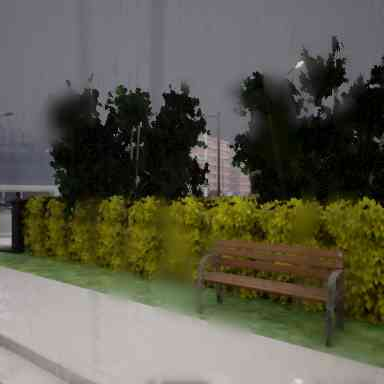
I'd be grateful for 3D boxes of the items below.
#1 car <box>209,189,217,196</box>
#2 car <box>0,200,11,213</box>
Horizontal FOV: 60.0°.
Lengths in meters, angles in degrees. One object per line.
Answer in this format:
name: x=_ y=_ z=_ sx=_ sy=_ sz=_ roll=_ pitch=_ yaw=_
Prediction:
car: x=3.116 y=0.526 z=63.937 sx=2.150 sy=2.045 sz=5.566 roll=0 pitch=1 yaw=35
car: x=-21.605 y=1.464 z=34.829 sx=2.128 sy=1.511 sz=4.902 roll=0 pitch=0 yaw=35
